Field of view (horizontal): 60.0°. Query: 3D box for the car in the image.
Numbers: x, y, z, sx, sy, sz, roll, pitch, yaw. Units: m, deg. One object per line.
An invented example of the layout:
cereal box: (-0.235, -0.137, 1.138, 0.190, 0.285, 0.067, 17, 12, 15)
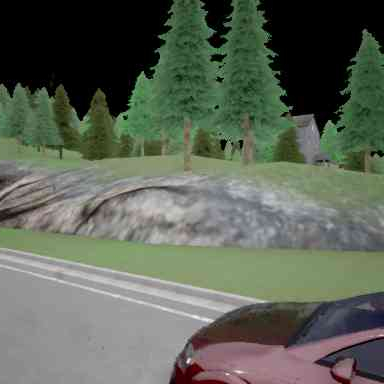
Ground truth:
car: (1.840, 1.563, 2.680, 4.181, 1.385, 1.994, 0, 0, 35)
